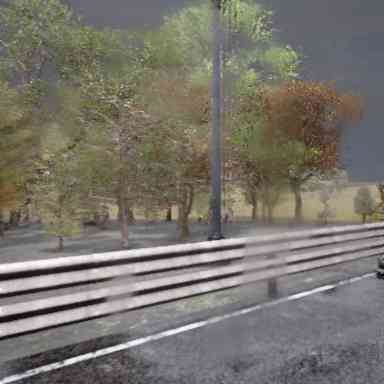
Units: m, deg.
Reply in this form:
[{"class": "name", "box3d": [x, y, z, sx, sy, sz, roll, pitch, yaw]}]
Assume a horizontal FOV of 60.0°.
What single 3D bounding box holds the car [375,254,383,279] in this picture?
[{"class": "car", "box3d": [6.896, 1.544, 8.608, 5.357, 1.411, 2.033, 0, 0, -36]}]
